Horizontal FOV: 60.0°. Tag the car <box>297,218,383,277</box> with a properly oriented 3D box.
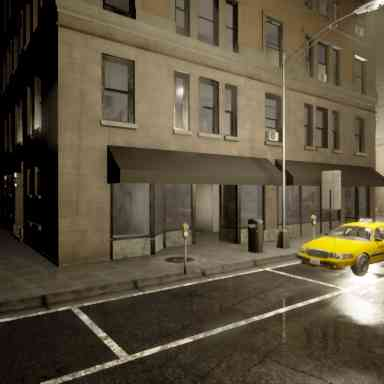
[{"bbox_3d":[5.234,1.526,10.255,4.829,1.417,1.752,0,0,-35],"label":"car"}]
